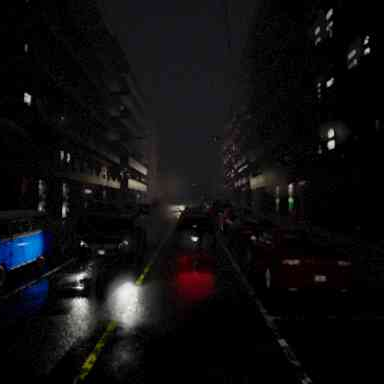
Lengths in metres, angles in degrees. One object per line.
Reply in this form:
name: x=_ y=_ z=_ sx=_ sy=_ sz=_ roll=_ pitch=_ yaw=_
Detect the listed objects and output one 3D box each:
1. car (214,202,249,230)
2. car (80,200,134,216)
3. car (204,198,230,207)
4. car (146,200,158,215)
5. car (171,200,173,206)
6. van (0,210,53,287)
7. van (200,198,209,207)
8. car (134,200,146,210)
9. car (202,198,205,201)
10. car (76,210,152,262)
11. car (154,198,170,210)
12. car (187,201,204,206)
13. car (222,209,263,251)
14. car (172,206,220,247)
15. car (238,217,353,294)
car: x=2.623 y=1.626 z=19.991 sx=1.967 sy=1.590 sz=4.097 roll=1 pitch=-1 yaw=0
car: x=-5.262 y=1.499 z=20.064 sx=2.192 sy=1.841 sz=5.009 roll=1 pitch=-1 yaw=0
car: x=2.601 y=1.610 z=31.053 sx=2.192 sy=1.841 sz=5.009 roll=1 pitch=-1 yaw=0
car: x=-5.243 y=1.916 z=36.654 sx=1.947 sy=1.339 sz=4.313 roll=1 pitch=-1 yaw=0
car: x=-5.186 y=2.386 z=75.365 sx=1.802 sy=1.307 sz=4.206 roll=1 pitch=-1 yaw=0
van: x=-5.279 y=1.421 z=9.004 sx=1.690 sy=1.788 sz=3.998 roll=1 pitch=-1 yaw=0
van: x=2.658 y=2.076 z=69.771 sx=1.690 sy=1.788 sz=3.998 roll=1 pitch=-1 yaw=0
car: x=-5.253 y=1.553 z=25.594 sx=2.192 sy=1.841 sz=5.009 roll=1 pitch=-1 yaw=0
car: x=2.614 y=1.851 z=42.115 sx=1.967 sy=1.590 sz=4.097 roll=1 pitch=-1 yaw=0
car: x=-2.826 y=1.640 z=12.719 sx=1.812 sy=1.442 sz=4.674 roll=0 pitch=-1 yaw=0
car: x=-5.212 y=1.848 z=53.245 sx=2.192 sy=1.841 sz=5.009 roll=1 pitch=-1 yaw=0
car: x=0.159 y=1.921 z=33.630 sx=1.895 sy=1.301 sz=4.718 roll=0 pitch=-1 yaw=0
car: x=2.605 y=1.678 z=14.458 sx=1.887 sy=1.381 sz=4.507 roll=1 pitch=-1 yaw=0
car: x=0.123 y=1.649 z=15.730 sx=1.837 sy=1.490 sz=4.892 roll=0 pitch=-1 yaw=0
car: x=2.596 y=1.626 z=8.928 sx=1.887 sy=1.381 sz=4.507 roll=1 pitch=-1 yaw=0
